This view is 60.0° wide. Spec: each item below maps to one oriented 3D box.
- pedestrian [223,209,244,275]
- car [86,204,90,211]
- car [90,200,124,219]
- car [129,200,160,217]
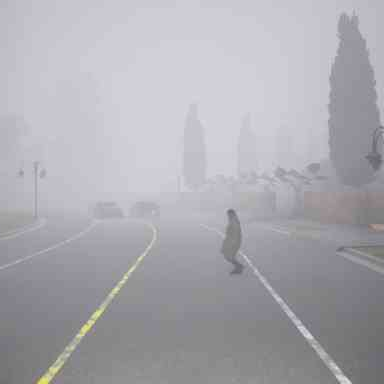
[{"bbox_3d":[1.132,1.295,9.023,0.375,1.860,0.375,0,0,0],"label":"pedestrian"},{"bbox_3d":[-11.576,1.707,41.655,4.181,1.385,1.994,-1,-1,44],"label":"car"},{"bbox_3d":[-7.394,1.539,29.288,1.837,1.490,4.892,1,-1,-27],"label":"car"},{"bbox_3d":[-4.561,1.557,31.751,1.837,1.490,4.892,0,0,-26],"label":"car"}]
